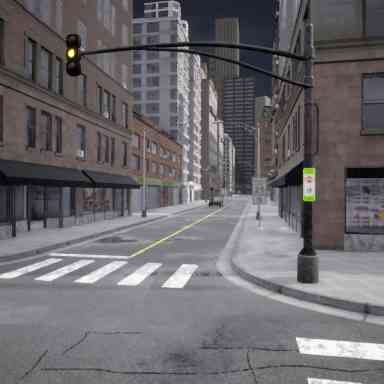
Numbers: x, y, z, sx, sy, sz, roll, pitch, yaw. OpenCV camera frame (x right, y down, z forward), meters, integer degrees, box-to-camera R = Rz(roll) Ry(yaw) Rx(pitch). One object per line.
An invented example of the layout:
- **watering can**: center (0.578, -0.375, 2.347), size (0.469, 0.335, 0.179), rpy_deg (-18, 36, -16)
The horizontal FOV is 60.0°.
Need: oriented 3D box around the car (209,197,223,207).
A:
- **car**: center (3.728, 1.468, 51.205), size (1.882, 1.535, 5.008), rpy_deg (0, 0, 11)
